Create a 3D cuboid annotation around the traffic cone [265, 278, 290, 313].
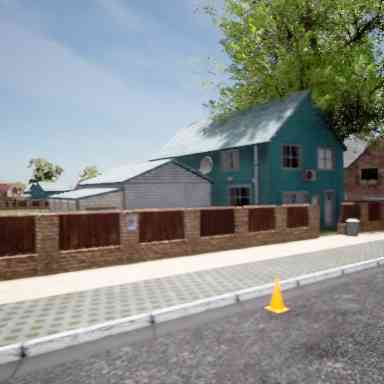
[{"bbox_3d":[1.659,1.978,6.459,0.340,0.580,0.340,0,0,-36],"label":"traffic cone"}]
